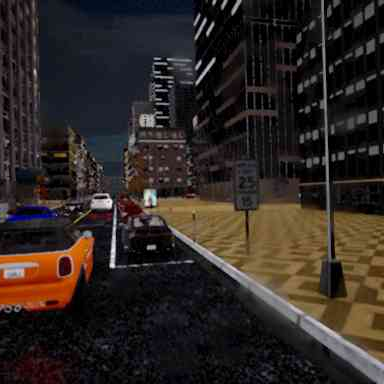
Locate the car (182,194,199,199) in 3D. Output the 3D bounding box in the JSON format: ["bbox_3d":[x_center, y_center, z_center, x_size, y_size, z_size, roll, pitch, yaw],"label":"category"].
[{"bbox_3d":[-0.628,1.223,89.392,4.097,1.590,1.967,-1,-1,-13],"label":"car"}]

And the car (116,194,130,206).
[{"bbox_3d":[-11.615,1.269,55.835,2.192,1.841,5.009,-1,0,-13],"label":"car"}]

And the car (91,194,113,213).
[{"bbox_3d":[-10.190,1.243,37.625,2.150,2.045,5.566,-2,0,-12],"label":"car"}]

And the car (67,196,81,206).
[{"bbox_3d":[-21.013,1.623,59.401,1.967,1.590,4.097,-1,0,-13],"label":"car"}]

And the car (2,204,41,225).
[{"bbox_3d":[-13.616,1.755,26.874,1.802,1.307,4.206,-1,0,-13],"label":"car"}]

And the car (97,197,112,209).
[{"bbox_3d":[-12.519,1.503,47.663,1.882,1.535,5.008,-2,0,-13],"label":"car"}]

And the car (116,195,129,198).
[{"bbox_3d":[-7.950,1.475,39.739,1.752,1.417,4.829,-1,0,-13],"label":"car"}]

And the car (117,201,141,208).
[{"bbox_3d":[-4.215,1.527,23.310,1.802,1.307,4.206,-1,0,-13],"label":"car"}]

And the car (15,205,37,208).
[{"bbox_3d":[-9.304,1.579,19.544,1.882,1.535,5.008,-2,0,-13],"label":"car"}]

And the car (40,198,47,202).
[{"bbox_3d":[-37.706,1.763,80.630,4.507,1.381,1.887,-1,-1,-13],"label":"car"}]

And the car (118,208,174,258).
[{"bbox_3d":[-1.750,1.493,12.468,2.008,1.369,4.403,-1,0,-13],"label":"car"}]

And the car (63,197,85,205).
[{"bbox_3d":[-13.565,1.597,38.595,2.128,1.511,4.902,-2,0,-12],"label":"car"}]

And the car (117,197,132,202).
[{"bbox_3d":[-6.680,1.493,34.152,1.887,1.381,4.507,-1,0,-13],"label":"car"}]

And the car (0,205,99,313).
[{"bbox_3d":[-3.408,1.367,7.573,2.097,1.767,4.553,-2,0,-13],"label":"car"}]

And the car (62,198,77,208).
[{"bbox_3d":[-19.742,1.706,53.815,1.752,1.417,4.829,-1,0,-13],"label":"car"}]
